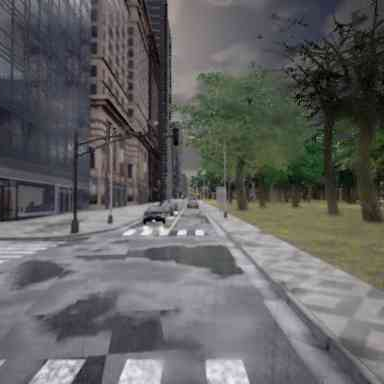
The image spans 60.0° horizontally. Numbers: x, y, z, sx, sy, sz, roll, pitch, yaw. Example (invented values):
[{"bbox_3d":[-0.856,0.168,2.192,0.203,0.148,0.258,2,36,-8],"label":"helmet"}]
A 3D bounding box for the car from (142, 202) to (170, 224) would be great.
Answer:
[{"bbox_3d":[-3.083,1.860,28.118,2.033,1.411,5.357,0,-1,-4],"label":"car"}]

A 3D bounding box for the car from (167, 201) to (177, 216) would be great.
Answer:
[{"bbox_3d":[-3.037,1.943,38.251,1.837,1.490,4.892,0,-1,0],"label":"car"}]

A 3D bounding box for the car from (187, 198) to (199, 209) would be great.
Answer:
[{"bbox_3d":[0.188,2.156,56.301,2.128,1.511,4.902,0,-1,0],"label":"car"}]

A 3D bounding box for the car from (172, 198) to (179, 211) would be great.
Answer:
[{"bbox_3d":[-2.998,2.074,48.661,1.837,1.490,4.892,0,-1,0],"label":"car"}]
